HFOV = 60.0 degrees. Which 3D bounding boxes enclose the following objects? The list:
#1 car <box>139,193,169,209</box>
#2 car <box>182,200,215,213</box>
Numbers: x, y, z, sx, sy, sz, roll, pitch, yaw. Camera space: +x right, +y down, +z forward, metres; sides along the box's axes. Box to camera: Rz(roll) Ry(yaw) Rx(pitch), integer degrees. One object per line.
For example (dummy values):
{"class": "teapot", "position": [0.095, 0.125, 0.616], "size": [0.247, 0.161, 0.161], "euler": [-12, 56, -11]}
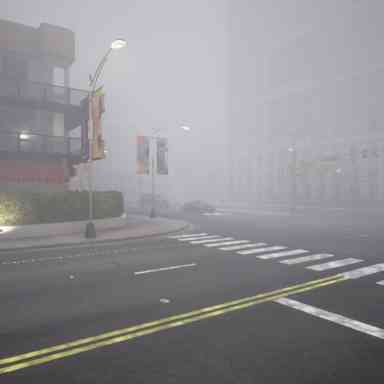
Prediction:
{"class": "car", "position": [-5.237, 1.221, 45.321], "size": [2.150, 2.045, 5.566], "euler": [0, 0, -35]}
{"class": "car", "position": [0.701, 1.564, 36.686], "size": [1.994, 1.385, 4.181], "euler": [0, 0, -35]}
